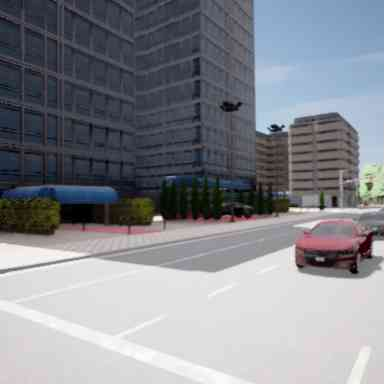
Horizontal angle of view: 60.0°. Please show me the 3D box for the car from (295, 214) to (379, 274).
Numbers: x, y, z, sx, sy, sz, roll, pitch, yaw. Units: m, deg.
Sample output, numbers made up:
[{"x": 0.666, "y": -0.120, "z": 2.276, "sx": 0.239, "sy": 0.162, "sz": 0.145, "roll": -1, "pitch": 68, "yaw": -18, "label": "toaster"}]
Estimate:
[{"x": 5.237, "y": 1.771, "z": 11.949, "sx": 1.882, "sy": 1.535, "sz": 5.008, "roll": -2, "pitch": -2, "yaw": 35, "label": "car"}]

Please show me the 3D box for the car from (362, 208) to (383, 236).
[{"x": 11.225, "y": 1.973, "z": 20.433, "sx": 1.837, "sy": 1.490, "sz": 4.892, "roll": -2, "pitch": -2, "yaw": 35, "label": "car"}]

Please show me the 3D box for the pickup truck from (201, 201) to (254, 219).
[{"x": 4.277, "y": 2.157, "z": 39.265, "sx": 6.274, "sy": 2.098, "sz": 2.390, "roll": 0, "pitch": -2, "yaw": -24, "label": "pickup truck"}]
